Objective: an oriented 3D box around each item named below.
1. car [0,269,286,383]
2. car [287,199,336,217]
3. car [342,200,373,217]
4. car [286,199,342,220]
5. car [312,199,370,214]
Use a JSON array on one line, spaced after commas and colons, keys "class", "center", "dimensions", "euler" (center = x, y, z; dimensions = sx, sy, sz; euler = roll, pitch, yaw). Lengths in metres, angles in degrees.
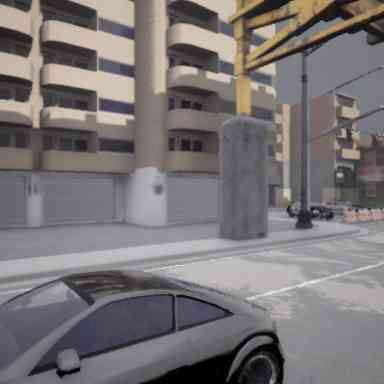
[{"class": "car", "center": [-1.030, 1.563, 3.245], "dimensions": [4.181, 1.385, 1.994], "euler": [0, 0, -35]}, {"class": "car", "center": [9.800, 1.269, 27.686], "dimensions": [1.853, 1.218, 4.536], "euler": [0, 0, -11]}, {"class": "car", "center": [13.379, 1.423, 29.794], "dimensions": [4.974, 1.542, 2.038], "euler": [0, 0, 34]}, {"class": "car", "center": [9.810, 1.427, 27.635], "dimensions": [2.038, 1.542, 4.974], "euler": [0, 0, -11]}, {"class": "car", "center": [13.336, 1.265, 29.823], "dimensions": [4.536, 1.218, 1.853], "euler": [0, 0, 34]}]
